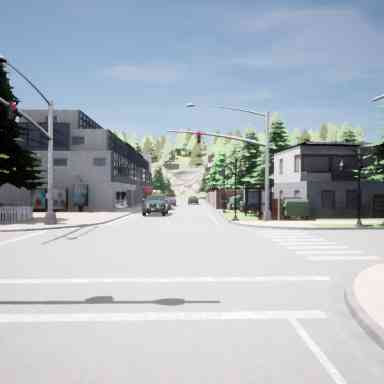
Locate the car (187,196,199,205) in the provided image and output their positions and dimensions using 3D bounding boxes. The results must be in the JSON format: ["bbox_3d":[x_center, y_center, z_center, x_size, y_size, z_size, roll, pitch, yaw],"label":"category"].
[{"bbox_3d":[0.239,1.505,59.528,1.837,1.490,4.892,0,0,0],"label":"car"}]

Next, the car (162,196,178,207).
[{"bbox_3d":[-3.459,1.492,52.992,2.128,1.511,4.902,0,0,0],"label":"car"}]

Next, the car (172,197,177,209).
[{"bbox_3d":[-3.499,1.492,42.724,2.128,1.511,4.902,0,0,0],"label":"car"}]

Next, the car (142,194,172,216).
[{"bbox_3d":[-3.525,1.221,32.674,2.150,2.045,5.566,0,0,0],"label":"car"}]
